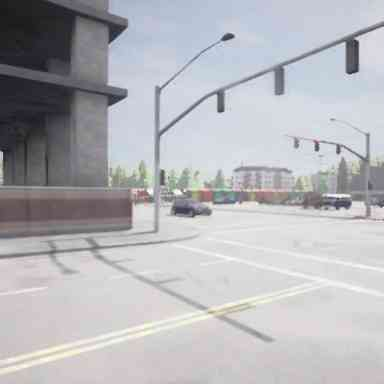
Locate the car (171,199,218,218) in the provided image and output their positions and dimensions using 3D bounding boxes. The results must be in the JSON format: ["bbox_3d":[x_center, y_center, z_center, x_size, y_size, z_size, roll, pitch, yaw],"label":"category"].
[{"bbox_3d":[-0.075,1.428,31.513,2.097,1.767,4.553,1,-1,-36],"label":"car"}]

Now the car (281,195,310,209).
[{"bbox_3d":[17.616,1.731,56.401,3.806,1.475,1.970,1,0,-35],"label":"car"}]

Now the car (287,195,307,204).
[{"bbox_3d":[23.437,1.597,74.160,4.605,1.855,1.932,1,0,-35],"label":"car"}]

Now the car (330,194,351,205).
[{"bbox_3d":[37.723,1.726,84.302,3.866,1.878,1.905,1,0,-35],"label":"car"}]

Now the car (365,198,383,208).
[{"bbox_3d":[33.274,1.840,60.421,3.806,1.475,1.970,1,0,-35],"label":"car"}]

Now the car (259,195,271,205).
[{"bbox_3d":[14.353,1.489,60.926,4.605,1.855,1.932,1,0,-35],"label":"car"}]

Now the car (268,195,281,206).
[{"bbox_3d":[15.944,1.700,58.764,3.905,1.438,1.784,1,0,-35],"label":"car"}]

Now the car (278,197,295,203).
[{"bbox_3d":[21.814,1.808,76.560,3.905,1.438,1.784,1,0,-35],"label":"car"}]
